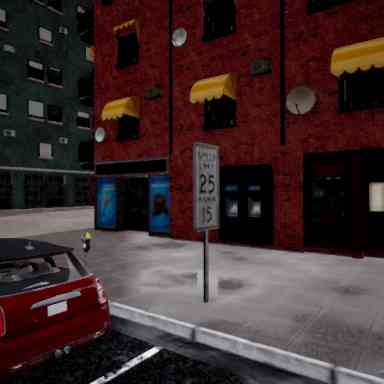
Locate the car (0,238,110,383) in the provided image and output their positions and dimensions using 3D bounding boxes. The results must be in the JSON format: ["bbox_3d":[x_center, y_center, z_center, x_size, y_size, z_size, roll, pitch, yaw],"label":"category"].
[{"bbox_3d":[-3.215,1.438,5.170,4.097,1.590,1.967,0,0,36],"label":"car"}]
